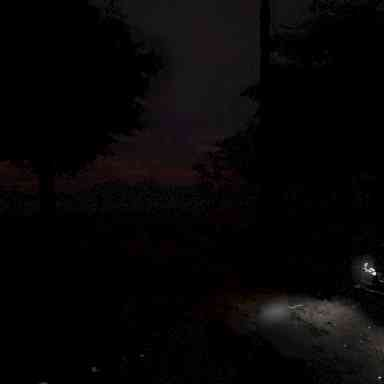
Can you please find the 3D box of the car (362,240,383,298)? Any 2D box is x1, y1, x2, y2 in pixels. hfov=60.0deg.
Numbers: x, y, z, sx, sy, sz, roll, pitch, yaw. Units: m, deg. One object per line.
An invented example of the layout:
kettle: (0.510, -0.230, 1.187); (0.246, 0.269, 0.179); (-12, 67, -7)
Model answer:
car: (5.715, 1.503, 7.454); (4.892, 1.490, 1.837); (0, 0, -36)
